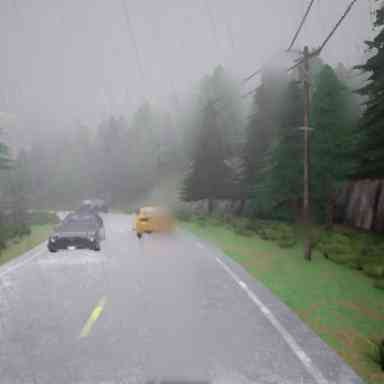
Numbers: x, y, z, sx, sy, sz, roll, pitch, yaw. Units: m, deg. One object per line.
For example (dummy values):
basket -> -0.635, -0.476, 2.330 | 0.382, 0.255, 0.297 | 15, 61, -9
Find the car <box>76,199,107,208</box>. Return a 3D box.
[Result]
car -> -11.625, 1.562, 38.280 | 2.097, 1.767, 4.553 | 0, 0, -43

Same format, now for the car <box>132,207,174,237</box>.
car -> -2.267, 1.561, 18.633 | 1.882, 1.535, 5.008 | 0, 0, -14

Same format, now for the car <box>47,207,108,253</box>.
car -> -4.771, 1.630, 14.448 | 2.033, 1.411, 5.357 | 0, 0, -11
